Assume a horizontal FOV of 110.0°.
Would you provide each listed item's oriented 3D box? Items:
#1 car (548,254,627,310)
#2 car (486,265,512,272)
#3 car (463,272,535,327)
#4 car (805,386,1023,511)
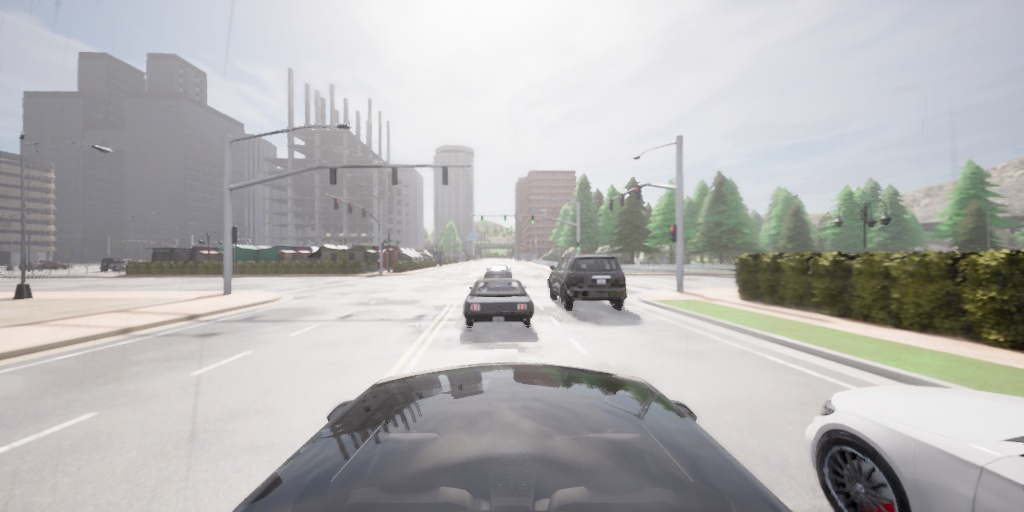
[{"bbox_3d":[2.890,0.962,14.795,2.150,2.045,5.566,0,0,-3],"label":"car"},{"bbox_3d":[-0.953,1.320,26.439,1.994,1.385,4.181,0,0,-1],"label":"car"},{"bbox_3d":[-0.442,1.354,11.490,1.895,1.301,4.718,0,0,-3],"label":"car"},{"bbox_3d":[3.302,1.263,0.979,1.812,1.442,4.674,0,0,1],"label":"car"}]
